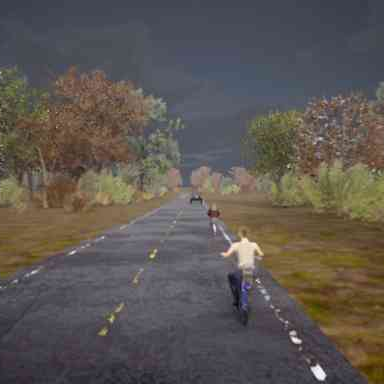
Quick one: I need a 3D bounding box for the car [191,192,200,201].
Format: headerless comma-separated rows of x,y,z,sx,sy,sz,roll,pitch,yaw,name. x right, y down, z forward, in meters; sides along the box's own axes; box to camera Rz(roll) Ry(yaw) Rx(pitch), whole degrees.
0.755,1.000,73.804,2.097,1.767,4.553,0,0,1,car

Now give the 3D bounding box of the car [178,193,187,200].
-2.214,0.995,76.926,2.097,1.767,4.553,0,0,1,car

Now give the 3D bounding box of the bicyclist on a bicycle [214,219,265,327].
0.924,1.408,5.990,0.866,1.612,1.509,0,0,0,bicyclist on a bicycle

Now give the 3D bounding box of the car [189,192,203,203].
0.711,0.947,58.585,2.150,2.045,5.566,0,0,-1,car

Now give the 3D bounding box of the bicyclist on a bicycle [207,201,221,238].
0.994,1.303,15.104,0.659,1.776,1.843,0,0,1,bicyclist on a bicycle
